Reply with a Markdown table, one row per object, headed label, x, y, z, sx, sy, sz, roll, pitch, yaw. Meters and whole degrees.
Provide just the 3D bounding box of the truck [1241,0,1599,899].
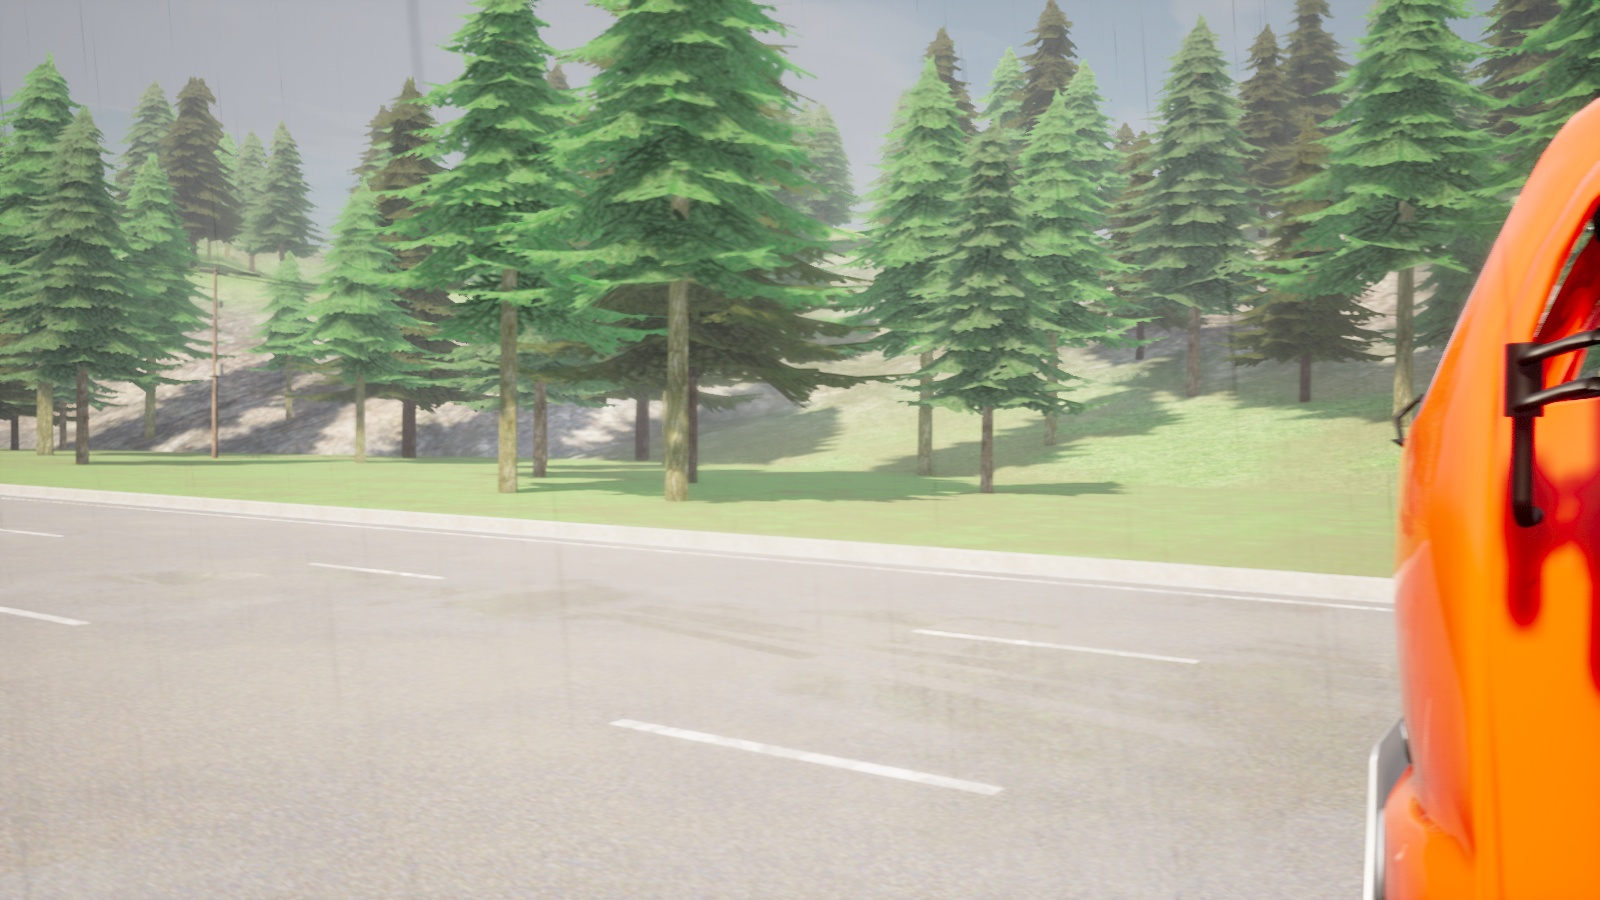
| label | x | y | z | sx | sy | sz | roll | pitch | yaw |
| --- | --- | --- | --- | --- | --- | --- | --- | --- | --- |
| truck | 3.475 | 0.202 | 1.306 | 5.204 | 2.467 | 2.627 | 0 | 1 | 33 |
